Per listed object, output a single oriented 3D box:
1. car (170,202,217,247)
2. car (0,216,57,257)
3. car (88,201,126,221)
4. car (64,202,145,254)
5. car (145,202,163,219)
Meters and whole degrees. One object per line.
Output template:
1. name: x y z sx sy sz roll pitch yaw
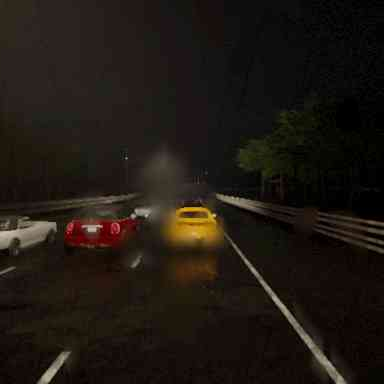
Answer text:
1. car: 0.075 1.443 14.989 1.882 1.535 5.008 0 0 0
2. car: -6.939 1.573 12.694 1.895 1.301 4.718 0 0 0
3. car: -6.943 1.515 27.680 1.895 1.301 4.718 0 0 0
4. car: -3.433 1.321 13.584 2.097 1.767 4.553 0 0 0
5. car: -3.443 1.516 27.677 1.895 1.301 4.718 0 0 0
